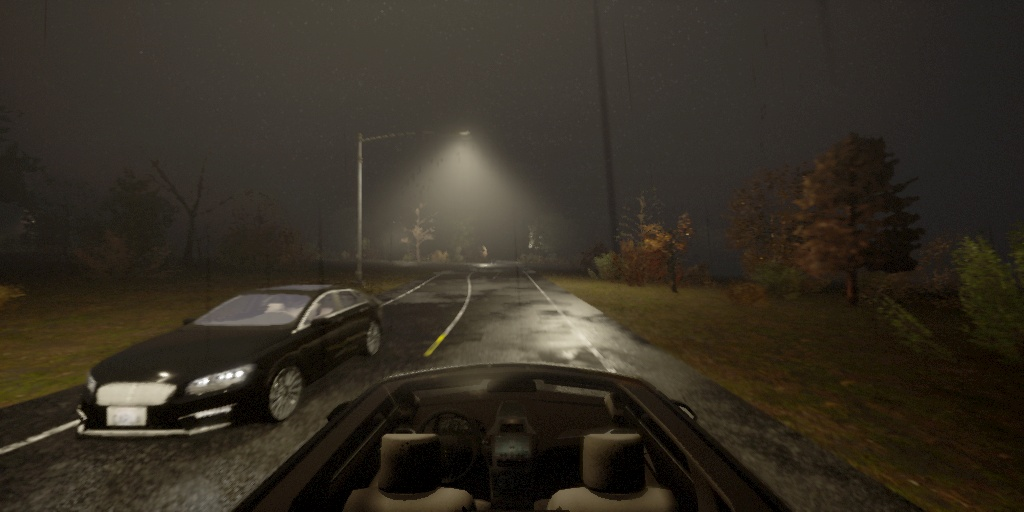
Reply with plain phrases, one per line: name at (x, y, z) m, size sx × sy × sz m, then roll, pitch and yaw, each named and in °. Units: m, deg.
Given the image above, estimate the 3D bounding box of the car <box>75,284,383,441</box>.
car at (-3.658, 1.260, 5.831) m, size 2.128 × 1.511 × 4.902 m, roll 0°, pitch 0°, yaw -1°
